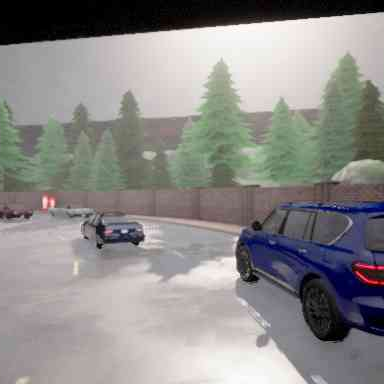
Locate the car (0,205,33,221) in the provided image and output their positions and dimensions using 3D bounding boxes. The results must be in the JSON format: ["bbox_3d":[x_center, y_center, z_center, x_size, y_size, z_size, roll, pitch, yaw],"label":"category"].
[{"bbox_3d":[-15.920,1.753,28.903,4.718,1.301,1.895,-1,0,34],"label":"car"}]

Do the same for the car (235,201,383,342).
[{"bbox_3d":[2.637,1.197,6.715,2.150,2.045,5.566,0,0,-11],"label":"car"}]

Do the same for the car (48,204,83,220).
[{"bbox_3d":[-10.803,1.705,29.389,4.718,1.301,1.895,-1,0,40],"label":"car"}]

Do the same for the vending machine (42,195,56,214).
[{"bbox_3d":[-16.197,1.351,37.718,0.880,2.100,1.100,-1,0,27],"label":"vending machine"}]

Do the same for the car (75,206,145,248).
[{"bbox_3d":[-3.741,1.584,15.135,2.033,1.411,5.357,0,0,-27],"label":"car"}]
